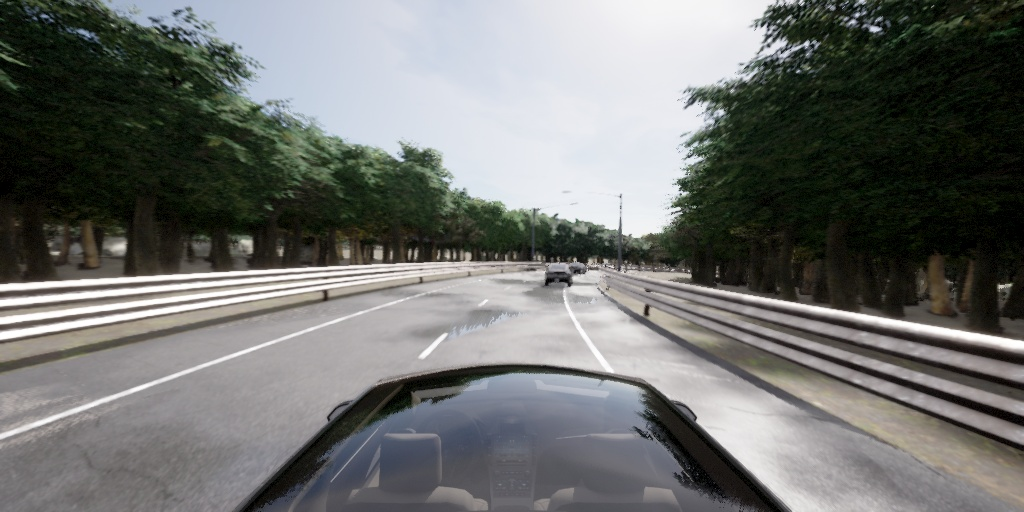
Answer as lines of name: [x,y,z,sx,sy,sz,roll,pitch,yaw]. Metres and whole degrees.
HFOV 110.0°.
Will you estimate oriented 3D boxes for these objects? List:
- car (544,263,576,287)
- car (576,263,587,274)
car: [3.481,1.377,26.429,1.837,1.490,4.892,1,0,11]
car: [8.817,1.685,48.411,1.837,1.490,4.892,1,0,24]
